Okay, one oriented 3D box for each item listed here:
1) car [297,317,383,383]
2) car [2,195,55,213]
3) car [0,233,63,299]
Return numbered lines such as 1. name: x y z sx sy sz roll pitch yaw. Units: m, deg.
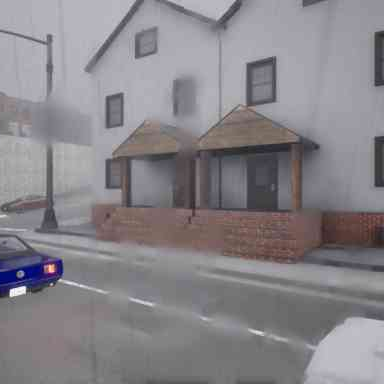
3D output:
1. car: 3.015 1.601 1.829 4.718 1.301 1.895 0 0 36
2. car: -14.331 0.970 29.257 1.994 1.385 4.181 0 7 35
3. car: -5.096 1.600 7.616 4.718 1.301 1.895 0 0 36
